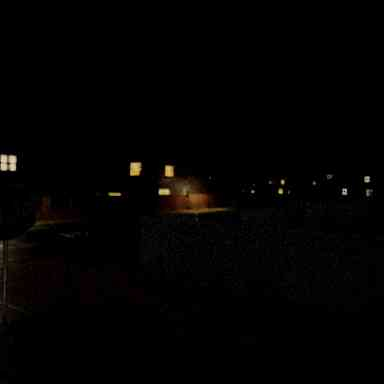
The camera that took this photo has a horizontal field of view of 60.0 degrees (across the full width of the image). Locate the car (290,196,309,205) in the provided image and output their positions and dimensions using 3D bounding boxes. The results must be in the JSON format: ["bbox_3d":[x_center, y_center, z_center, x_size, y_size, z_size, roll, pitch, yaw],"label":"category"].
[{"bbox_3d":[14.899,1.537,45.568,1.994,1.385,4.181,2,1,16],"label":"car"}]

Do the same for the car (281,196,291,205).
[{"bbox_3d":[16.371,1.441,55.605,1.812,1.442,4.674,1,0,2],"label":"car"}]
